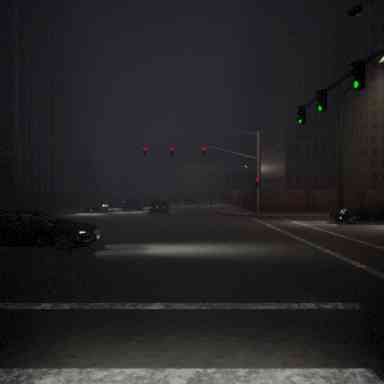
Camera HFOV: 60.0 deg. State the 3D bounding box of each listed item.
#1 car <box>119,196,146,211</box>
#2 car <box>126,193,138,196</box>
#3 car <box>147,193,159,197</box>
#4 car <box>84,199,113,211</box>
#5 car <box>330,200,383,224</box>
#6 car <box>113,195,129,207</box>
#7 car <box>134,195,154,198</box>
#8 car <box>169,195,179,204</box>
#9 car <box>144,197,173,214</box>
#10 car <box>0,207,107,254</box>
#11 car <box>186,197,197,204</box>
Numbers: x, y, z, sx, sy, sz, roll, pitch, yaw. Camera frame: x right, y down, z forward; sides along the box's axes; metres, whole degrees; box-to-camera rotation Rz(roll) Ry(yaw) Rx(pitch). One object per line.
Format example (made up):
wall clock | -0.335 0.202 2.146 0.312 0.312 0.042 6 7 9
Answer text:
car | -7.156 1.526 40.535 1.812 1.442 4.674 0 0 -1
car | -10.669 1.221 58.307 2.150 2.045 5.566 0 0 0
car | -7.158 1.221 60.156 2.150 2.045 5.566 0 0 1
car | -10.707 1.547 37.542 2.033 1.411 5.357 0 0 -3
car | 12.368 1.352 23.875 4.553 1.767 2.097 0 0 0
car | -10.687 1.547 47.617 2.033 1.411 5.357 0 0 0
car | -7.185 1.525 49.629 1.812 1.442 4.674 0 0 0
car | -3.624 1.352 64.898 2.097 1.767 4.553 0 0 0
car | -3.402 1.547 34.808 2.033 1.411 5.357 0 0 -1
car | -6.135 1.492 12.960 4.902 1.511 2.128 0 0 -1
car | -0.124 1.564 64.935 1.994 1.385 4.181 0 0 0
